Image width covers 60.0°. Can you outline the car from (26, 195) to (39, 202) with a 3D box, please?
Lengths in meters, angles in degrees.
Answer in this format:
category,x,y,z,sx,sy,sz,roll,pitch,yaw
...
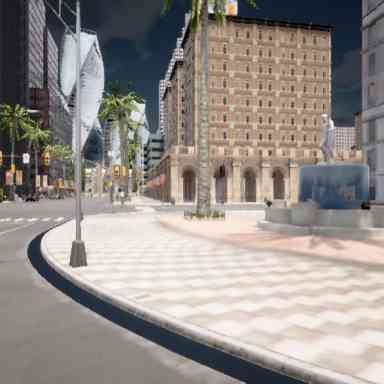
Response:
category,x,y,z,sx,sy,sz,roll,pitch,yaw
car,-35.798,1.490,74.754,2.161,1.482,4.786,0,0,-11
